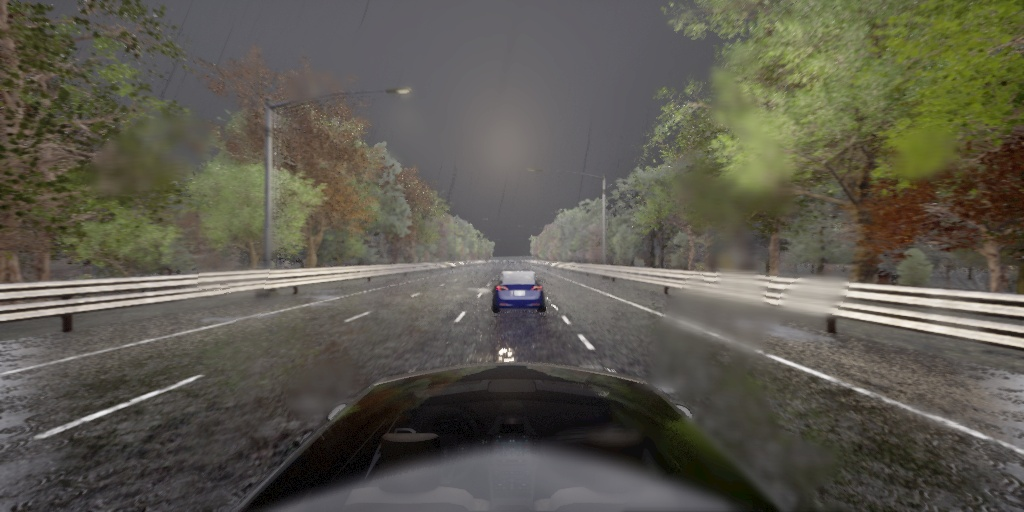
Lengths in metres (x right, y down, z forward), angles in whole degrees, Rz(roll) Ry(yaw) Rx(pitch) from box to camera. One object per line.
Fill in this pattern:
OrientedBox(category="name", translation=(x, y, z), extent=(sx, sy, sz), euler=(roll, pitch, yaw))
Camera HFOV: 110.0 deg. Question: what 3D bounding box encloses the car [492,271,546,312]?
OrientedBox(category="car", translation=(0.228, 1.354, 14.785), extent=(2.163, 1.488, 4.792), euler=(0, -1, -1))
